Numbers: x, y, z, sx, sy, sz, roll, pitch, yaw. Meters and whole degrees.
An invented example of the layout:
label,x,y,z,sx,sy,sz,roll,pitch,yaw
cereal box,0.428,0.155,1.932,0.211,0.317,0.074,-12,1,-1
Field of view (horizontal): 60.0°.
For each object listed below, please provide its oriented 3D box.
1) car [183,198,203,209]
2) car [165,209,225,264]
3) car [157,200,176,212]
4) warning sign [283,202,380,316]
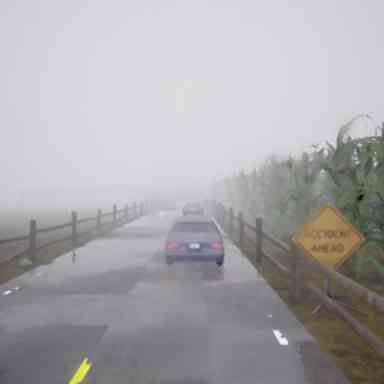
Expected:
label,x,y,z,sx,sy,sz,roll,pitch,yaw
car,0.086,1.608,32.297,1.994,1.385,4.181,0,0,0
car,0.082,1.561,11.765,2.033,1.411,5.357,0,0,0
car,-2.853,1.617,38.765,1.994,1.385,4.181,0,0,0
warning sign,2.450,1.120,6.011,1.300,1.860,1.060,0,0,0
